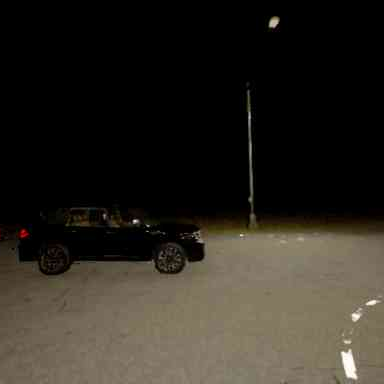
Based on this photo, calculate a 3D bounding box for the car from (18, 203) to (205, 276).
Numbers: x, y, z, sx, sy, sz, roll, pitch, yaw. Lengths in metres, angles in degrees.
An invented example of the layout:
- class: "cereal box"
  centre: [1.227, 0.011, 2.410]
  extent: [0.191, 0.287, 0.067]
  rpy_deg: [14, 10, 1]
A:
- class: "car"
  centre: [-2.393, 1.370, 10.420]
  extent: [5.566, 2.045, 2.150]
  rpy_deg: [0, -1, 0]
